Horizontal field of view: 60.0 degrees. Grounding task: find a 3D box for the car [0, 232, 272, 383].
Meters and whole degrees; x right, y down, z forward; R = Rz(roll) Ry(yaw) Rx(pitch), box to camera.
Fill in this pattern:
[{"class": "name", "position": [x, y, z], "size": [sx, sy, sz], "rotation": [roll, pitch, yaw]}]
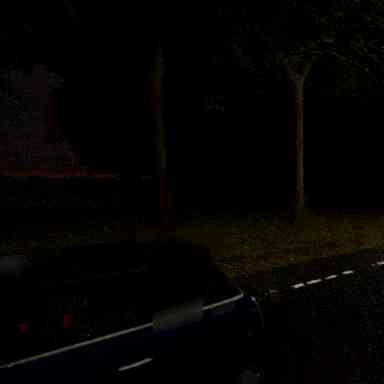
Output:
[{"class": "car", "position": [-1.431, 1.349, 2.971], "size": [4.553, 1.767, 2.097], "rotation": [-1, 0, -36]}]
